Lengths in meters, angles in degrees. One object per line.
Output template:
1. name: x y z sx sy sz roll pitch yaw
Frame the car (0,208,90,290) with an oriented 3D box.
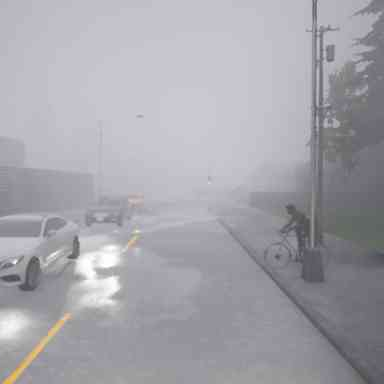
1. car: -4.270 1.295 8.519 1.812 1.442 4.674 0 1 -2

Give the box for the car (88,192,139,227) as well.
1. car: -4.539 0.987 18.641 2.128 1.511 4.902 0 2 -1

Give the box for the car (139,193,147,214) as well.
1. car: -4.639 0.780 26.006 1.882 1.535 5.008 0 2 -1

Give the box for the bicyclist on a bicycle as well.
1. bicyclist on a bicycle: 2.586 1.119 8.188 1.656 1.620 0.582 0 2 -1
